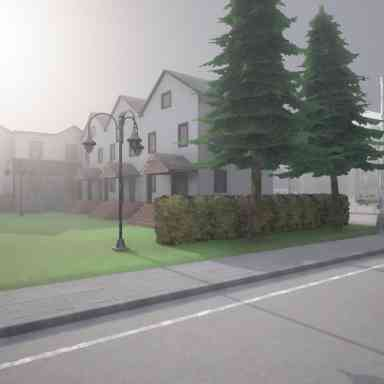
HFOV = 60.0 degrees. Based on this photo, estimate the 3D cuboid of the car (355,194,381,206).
[{"bbox_3d":[26.486,1.097,48.752,1.932,1.855,4.605,0,0,-36],"label":"car"}]
